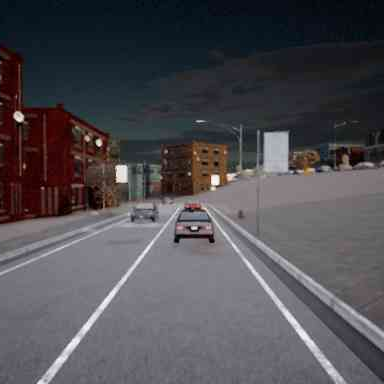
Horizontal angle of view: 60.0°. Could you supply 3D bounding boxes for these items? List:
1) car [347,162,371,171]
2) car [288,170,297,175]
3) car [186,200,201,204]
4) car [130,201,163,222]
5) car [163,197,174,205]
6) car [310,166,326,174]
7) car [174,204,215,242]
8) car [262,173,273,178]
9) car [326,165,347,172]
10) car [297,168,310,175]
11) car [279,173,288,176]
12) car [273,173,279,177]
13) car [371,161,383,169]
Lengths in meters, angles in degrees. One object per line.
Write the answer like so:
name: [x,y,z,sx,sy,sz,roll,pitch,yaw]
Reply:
car: [24.238,-3.421,46.310,2.002,1.452,4.674,0,1,-7]
car: [22.096,-3.826,68.517,2.002,1.452,4.674,0,1,-2]
car: [0.101,1.595,38.833,1.895,1.301,4.718,0,0,0]
car: [-3.596,1.521,26.026,1.812,1.442,4.674,0,0,0]
car: [-4.840,1.794,66.691,2.128,1.511,4.902,0,-1,-11]
car: [22.916,-3.790,57.474,2.185,1.767,4.553,0,1,-5]
car: [0.099,1.545,16.296,2.033,1.411,5.357,0,0,0]
car: [21.496,-4.296,90.514,2.185,1.767,4.553,0,1,-1]
car: [23.536,-3.531,51.784,2.163,1.488,4.792,0,1,-6]
car: [22.448,-3.765,62.980,2.097,1.535,5.008,0,1,-4]
car: [21.862,-3.962,74.059,2.231,1.521,4.892,0,1,-1]
car: [21.734,-4.040,79.577,2.231,1.521,4.892,0,1,-1]
car: [25.043,-3.360,40.949,2.231,1.521,4.892,0,1,-9]
